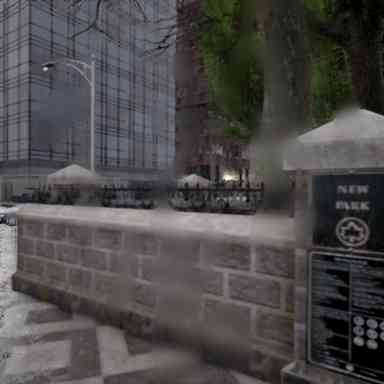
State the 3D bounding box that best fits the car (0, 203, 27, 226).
[{"bbox_3d":[-10.968,1.423,22.049,2.008,1.369,4.403,0,0,36],"label":"car"}]
